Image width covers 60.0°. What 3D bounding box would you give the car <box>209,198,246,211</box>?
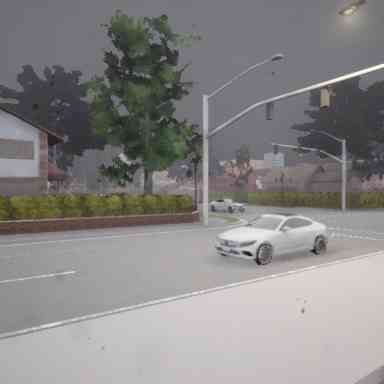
[{"bbox_3d":[3.773,1.435,36.342,1.812,1.442,4.674,0,0,-36],"label":"car"}]

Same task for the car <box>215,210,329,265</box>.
[{"bbox_3d":[2.946,1.497,11.671,4.674,1.442,1.812,0,0,-36],"label":"car"}]
